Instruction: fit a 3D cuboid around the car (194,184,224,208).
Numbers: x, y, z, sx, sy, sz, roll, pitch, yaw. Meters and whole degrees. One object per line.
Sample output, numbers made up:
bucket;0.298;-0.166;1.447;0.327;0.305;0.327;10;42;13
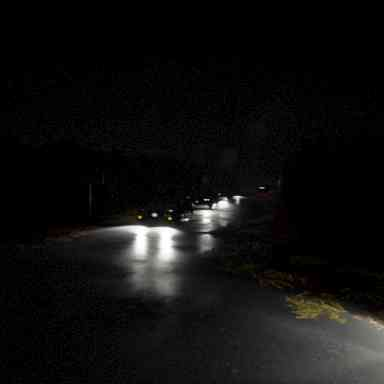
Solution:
car;0.943;0.335;25.511;1.837;1.490;4.892;2;3;14

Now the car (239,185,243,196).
car;5.729;-0.243;44.433;1.837;1.490;4.892;2;2;14

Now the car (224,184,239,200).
car;3.232;-0.040;34.590;2.128;1.511;4.902;2;2;14

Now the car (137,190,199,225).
car;-1.206;0.782;16.953;1.994;1.385;4.181;2;3;14

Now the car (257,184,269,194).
car;12.121;-0.540;56.500;2.128;1.511;4.902;2;2;14
